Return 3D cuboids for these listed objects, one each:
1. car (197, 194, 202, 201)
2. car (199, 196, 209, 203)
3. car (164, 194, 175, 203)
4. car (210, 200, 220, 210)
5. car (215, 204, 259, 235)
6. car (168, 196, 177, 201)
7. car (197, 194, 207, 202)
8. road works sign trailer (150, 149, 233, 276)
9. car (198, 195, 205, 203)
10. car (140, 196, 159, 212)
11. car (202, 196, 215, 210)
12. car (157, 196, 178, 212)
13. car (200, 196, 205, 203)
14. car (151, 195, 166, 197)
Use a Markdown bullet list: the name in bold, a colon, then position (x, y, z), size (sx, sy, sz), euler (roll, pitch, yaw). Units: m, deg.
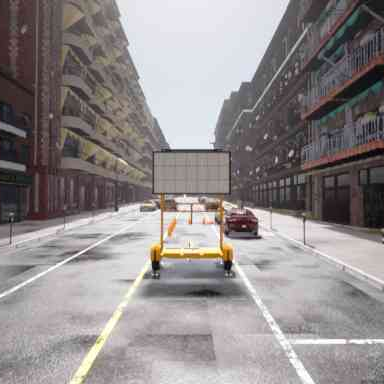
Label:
- **car**: position (2.570, 1.706, 68.472), size (1.887, 1.381, 4.507), euler (1, 0, 0)
- **car**: position (2.579, 1.626, 74.004), size (1.967, 1.590, 4.097), euler (1, 0, 0)
- **car**: position (-5.307, 1.525, 79.593), size (2.192, 1.841, 5.009), euler (1, 0, 0)
- **car**: position (2.580, 1.555, 24.398), size (1.752, 1.417, 4.829), euler (1, 0, 0)
- **car**: position (2.581, 1.565, 18.696), size (1.887, 1.381, 4.507), euler (1, 0, 0)
- **car**: position (-5.316, 1.830, 90.654), size (1.947, 1.339, 4.313), euler (1, 0, 0)
- **car**: position (2.538, 1.551, 85.066), size (2.192, 1.841, 5.009), euler (1, 0, 0)
- **road works sign trailer**: position (-0.012, 0.473, 10.368), size (2.380, 3.560, 2.880), euler (0, 0, 0)
- **car**: position (2.572, 1.684, 62.942), size (1.887, 1.381, 4.507), euler (1, 0, 0)
- **car**: position (-5.303, 1.594, 40.710), size (1.752, 1.417, 4.829), euler (2, 0, 0)
- **car**: position (2.576, 1.614, 40.818), size (1.887, 1.381, 4.507), euler (1, 0, 0)
- **car**: position (-2.758, 1.592, 40.083), size (1.812, 1.442, 4.674), euler (0, 0, 0)
- **car**: position (2.575, 1.634, 46.350), size (2.008, 1.369, 4.403), euler (1, 0, 0)
- **car**: position (-5.299, 1.399, 46.412), size (2.192, 1.841, 5.009), euler (2, 0, 0)
